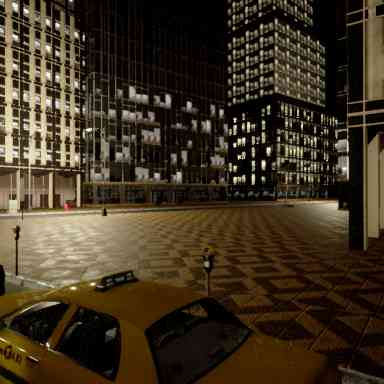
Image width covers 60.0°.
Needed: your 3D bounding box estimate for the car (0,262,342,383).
[{"bbox_3d":[-0.982,1.525,3.575,4.829,1.417,1.752,0,0,35],"label":"car"}]
